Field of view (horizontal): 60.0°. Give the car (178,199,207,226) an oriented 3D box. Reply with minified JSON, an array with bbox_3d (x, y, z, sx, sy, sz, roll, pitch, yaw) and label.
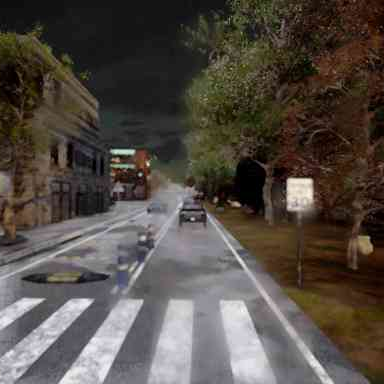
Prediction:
[{"bbox_3d":[0.050,1.511,23.565,2.128,1.511,4.902,0,0,0],"label":"car"}]

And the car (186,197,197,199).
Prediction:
[{"bbox_3d":[-0.067,1.356,42.545,2.097,1.767,4.553,0,0,-1],"label":"car"}]

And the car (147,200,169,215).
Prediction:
[{"bbox_3d":[-3.446,1.552,34.212,1.994,1.385,4.181,0,0,0],"label":"car"}]
